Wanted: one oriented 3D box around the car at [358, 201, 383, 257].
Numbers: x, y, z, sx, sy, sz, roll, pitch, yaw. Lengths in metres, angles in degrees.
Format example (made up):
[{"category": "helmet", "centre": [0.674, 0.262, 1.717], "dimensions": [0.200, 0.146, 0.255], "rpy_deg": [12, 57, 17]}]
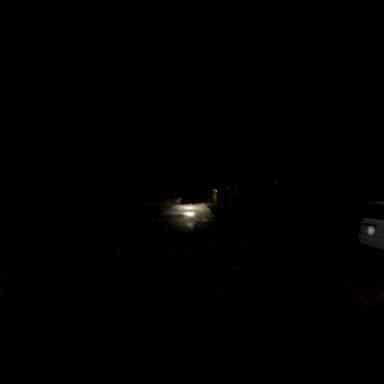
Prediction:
[{"category": "car", "centre": [8.463, 1.289, 11.024], "dimensions": [5.566, 2.045, 2.150], "rpy_deg": [0, 0, -5]}]
